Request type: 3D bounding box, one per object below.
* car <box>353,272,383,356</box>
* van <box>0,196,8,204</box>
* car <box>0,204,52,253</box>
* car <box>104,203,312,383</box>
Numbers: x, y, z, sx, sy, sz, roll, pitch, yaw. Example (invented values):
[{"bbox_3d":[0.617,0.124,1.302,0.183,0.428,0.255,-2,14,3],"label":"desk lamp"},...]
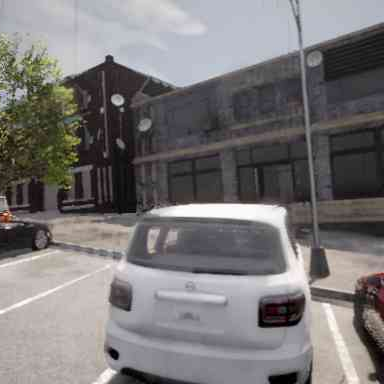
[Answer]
[{"bbox_3d":[3.154,1.524,3.718,2.002,1.452,4.674,1,0,16],"label":"car"},{"bbox_3d":[-9.143,1.063,12.412,1.878,1.987,4.442,1,0,16],"label":"van"},{"bbox_3d":[-6.670,1.330,10.756,2.231,1.521,4.892,1,0,16],"label":"car"},{"bbox_3d":[0.705,1.194,5.502,2.435,2.045,5.566,1,0,16],"label":"car"}]
